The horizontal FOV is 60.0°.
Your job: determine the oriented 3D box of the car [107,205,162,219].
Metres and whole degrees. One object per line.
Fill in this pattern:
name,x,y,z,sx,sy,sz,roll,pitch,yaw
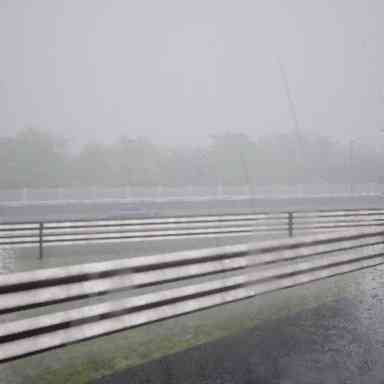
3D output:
car,-4.343,1.674,25.409,4.181,1.385,1.994,-1,0,-12

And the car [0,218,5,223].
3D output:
car,-13.825,1.804,19.724,4.892,1.490,1.837,-1,0,-12
